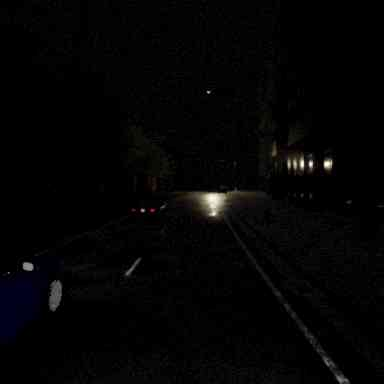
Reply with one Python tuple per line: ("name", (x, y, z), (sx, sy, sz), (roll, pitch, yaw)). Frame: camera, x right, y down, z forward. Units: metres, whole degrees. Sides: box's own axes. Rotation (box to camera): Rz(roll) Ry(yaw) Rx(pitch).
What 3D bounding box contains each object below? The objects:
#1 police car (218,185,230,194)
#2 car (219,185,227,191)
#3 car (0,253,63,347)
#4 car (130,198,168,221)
("police car", (6.613, -0.406, 71.895), (1.930, 1.638, 5.238), (0, 2, 8))
("car", (8.560, -1.019, 91.021), (1.882, 1.535, 5.008), (0, 1, 11))
("car", (-3.348, 1.429, 4.246), (1.882, 1.535, 5.008), (0, 1, 1))
("car", (-2.836, 1.119, 22.553), (2.033, 1.411, 5.357), (0, 1, 3))
